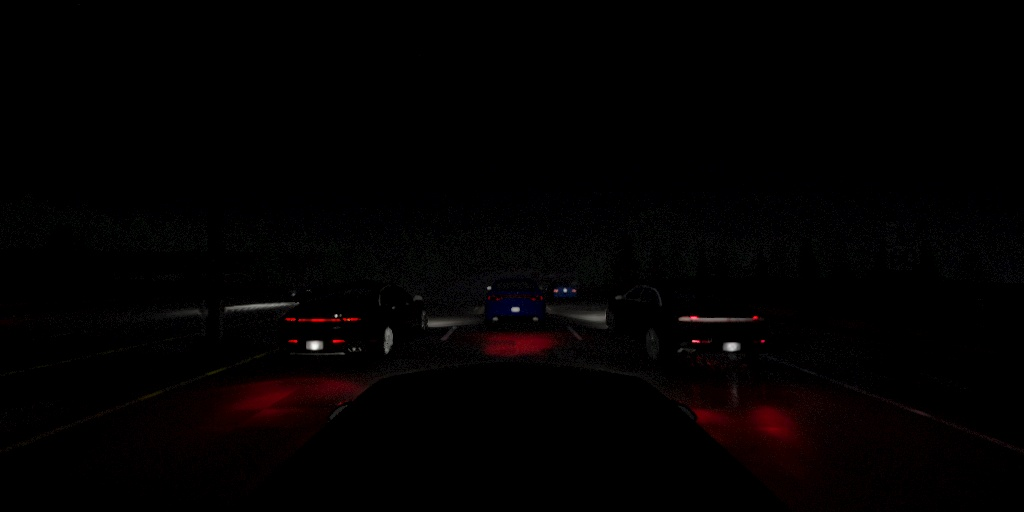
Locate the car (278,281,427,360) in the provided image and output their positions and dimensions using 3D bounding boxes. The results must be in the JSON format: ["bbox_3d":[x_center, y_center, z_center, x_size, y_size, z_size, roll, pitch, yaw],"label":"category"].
[{"bbox_3d":[-3.398,1.365,8.601,1.837,1.490,4.892,0,-2,0],"label":"car"}]

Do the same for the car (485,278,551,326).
[{"bbox_3d":[0.103,1.507,12.794,1.882,1.535,5.008,0,-3,0],"label":"car"}]

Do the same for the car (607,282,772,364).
[{"bbox_3d":[3.601,1.345,8.302,2.128,1.511,4.902,0,-2,0],"label":"car"}]

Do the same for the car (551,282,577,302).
[{"bbox_3d":[3.606,2.669,26.804,2.033,1.411,5.357,0,-6,0],"label":"car"}]
